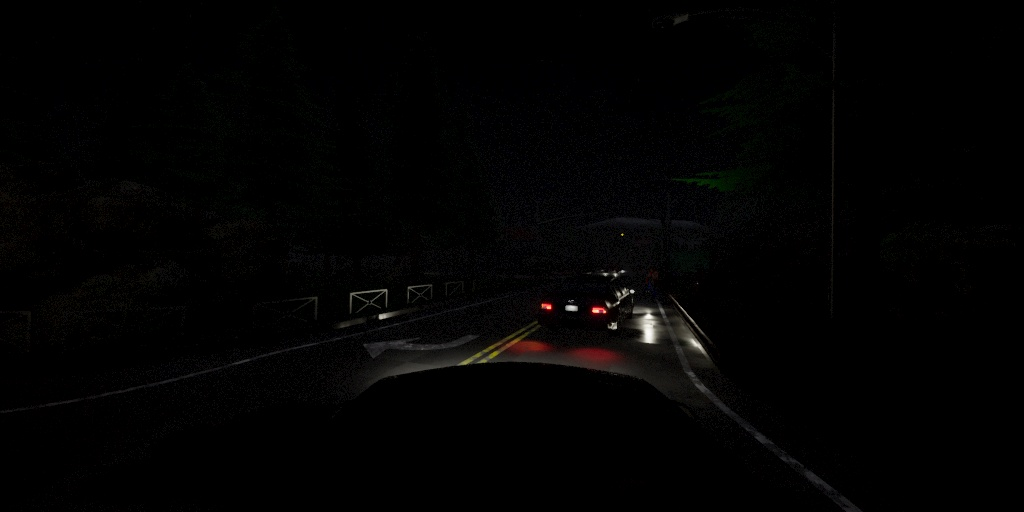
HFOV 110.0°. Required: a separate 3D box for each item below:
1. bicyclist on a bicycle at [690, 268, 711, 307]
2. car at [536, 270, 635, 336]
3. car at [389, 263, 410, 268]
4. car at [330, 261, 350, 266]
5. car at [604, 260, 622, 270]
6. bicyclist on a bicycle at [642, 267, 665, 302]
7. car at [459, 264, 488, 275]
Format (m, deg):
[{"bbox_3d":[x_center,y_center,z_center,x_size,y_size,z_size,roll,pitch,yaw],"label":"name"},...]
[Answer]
[{"bbox_3d":[7.960,1.325,15.107,1.656,1.620,0.582,1,-1,-34],"label":"bicyclist on a bicycle"},{"bbox_3d":[2.361,1.263,10.315,2.033,1.411,5.357,1,-1,24],"label":"car"},{"bbox_3d":[-14.488,1.599,48.270,4.181,1.385,1.994,1,-1,21],"label":"car"},{"bbox_3d":[-24.237,1.460,52.158,5.357,1.411,2.033,1,-1,24],"label":"car"},{"bbox_3d":[16.690,1.772,59.856,2.150,2.045,5.566,1,-1,20],"label":"car"},{"bbox_3d":[6.524,1.313,16.498,1.656,1.620,0.582,1,-1,-31],"label":"bicyclist on a bicycle"},{"bbox_3d":[-5.109,1.721,44.816,4.181,1.385,1.994,1,-1,20],"label":"car"}]
